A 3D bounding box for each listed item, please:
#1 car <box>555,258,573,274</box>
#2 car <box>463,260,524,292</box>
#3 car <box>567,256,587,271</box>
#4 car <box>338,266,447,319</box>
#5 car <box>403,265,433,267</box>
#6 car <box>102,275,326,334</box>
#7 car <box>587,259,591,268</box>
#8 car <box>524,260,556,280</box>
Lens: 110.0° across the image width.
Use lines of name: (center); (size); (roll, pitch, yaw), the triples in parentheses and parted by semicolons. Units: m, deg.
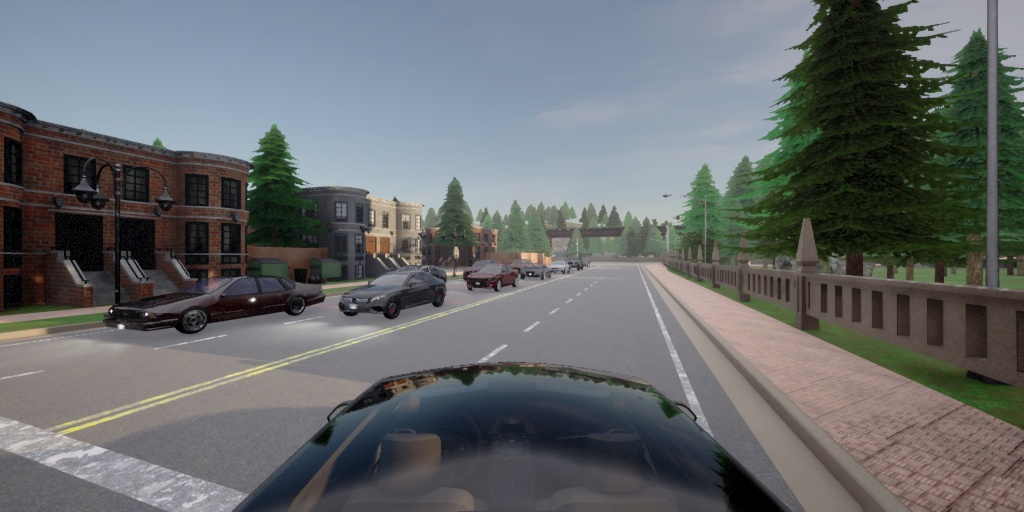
car: (5.409, 1.276, 40.971); (1.812, 1.442, 4.674); (0, 0, 19)
car: (-1.067, 1.228, 21.942); (1.882, 1.535, 5.008); (0, 0, 19)
car: (8.775, 0.971, 50.844); (2.150, 2.045, 5.566); (0, 0, 19)
car: (-4.072, 1.276, 13.111); (1.812, 1.442, 4.674); (0, 0, 19)
car: (-5.417, 1.242, 20.040); (2.128, 1.511, 4.902); (0, 0, 18)
car: (-8.467, 1.297, 11.066); (2.033, 1.411, 5.357); (0, 0, 19)
car: (12.255, 1.255, 61.013); (1.837, 1.490, 4.892); (0, 0, 19)
car: (2.168, 1.314, 31.422); (1.994, 1.385, 4.181); (0, 0, 20)
